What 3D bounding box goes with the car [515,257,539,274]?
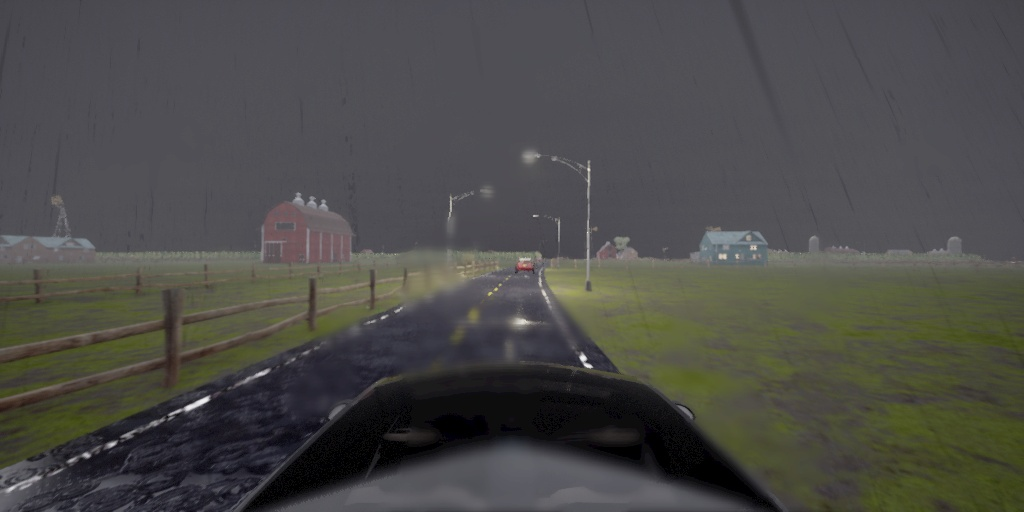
[{"bbox_3d":[1.345,0.899,35.547,2.163,1.488,4.792,1,0,4],"label":"car"}]
